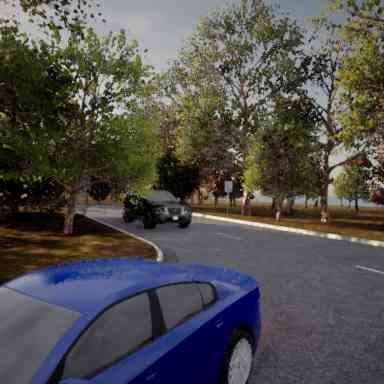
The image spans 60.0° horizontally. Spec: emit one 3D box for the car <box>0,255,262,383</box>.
[{"bbox_3d":[-1.064,1.473,3.024,1.882,1.535,5.008,1,1,36],"label":"car"}]

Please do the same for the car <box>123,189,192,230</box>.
[{"bbox_3d":[-2.094,0.839,18.372,2.150,2.045,5.566,1,1,-29],"label":"car"}]
